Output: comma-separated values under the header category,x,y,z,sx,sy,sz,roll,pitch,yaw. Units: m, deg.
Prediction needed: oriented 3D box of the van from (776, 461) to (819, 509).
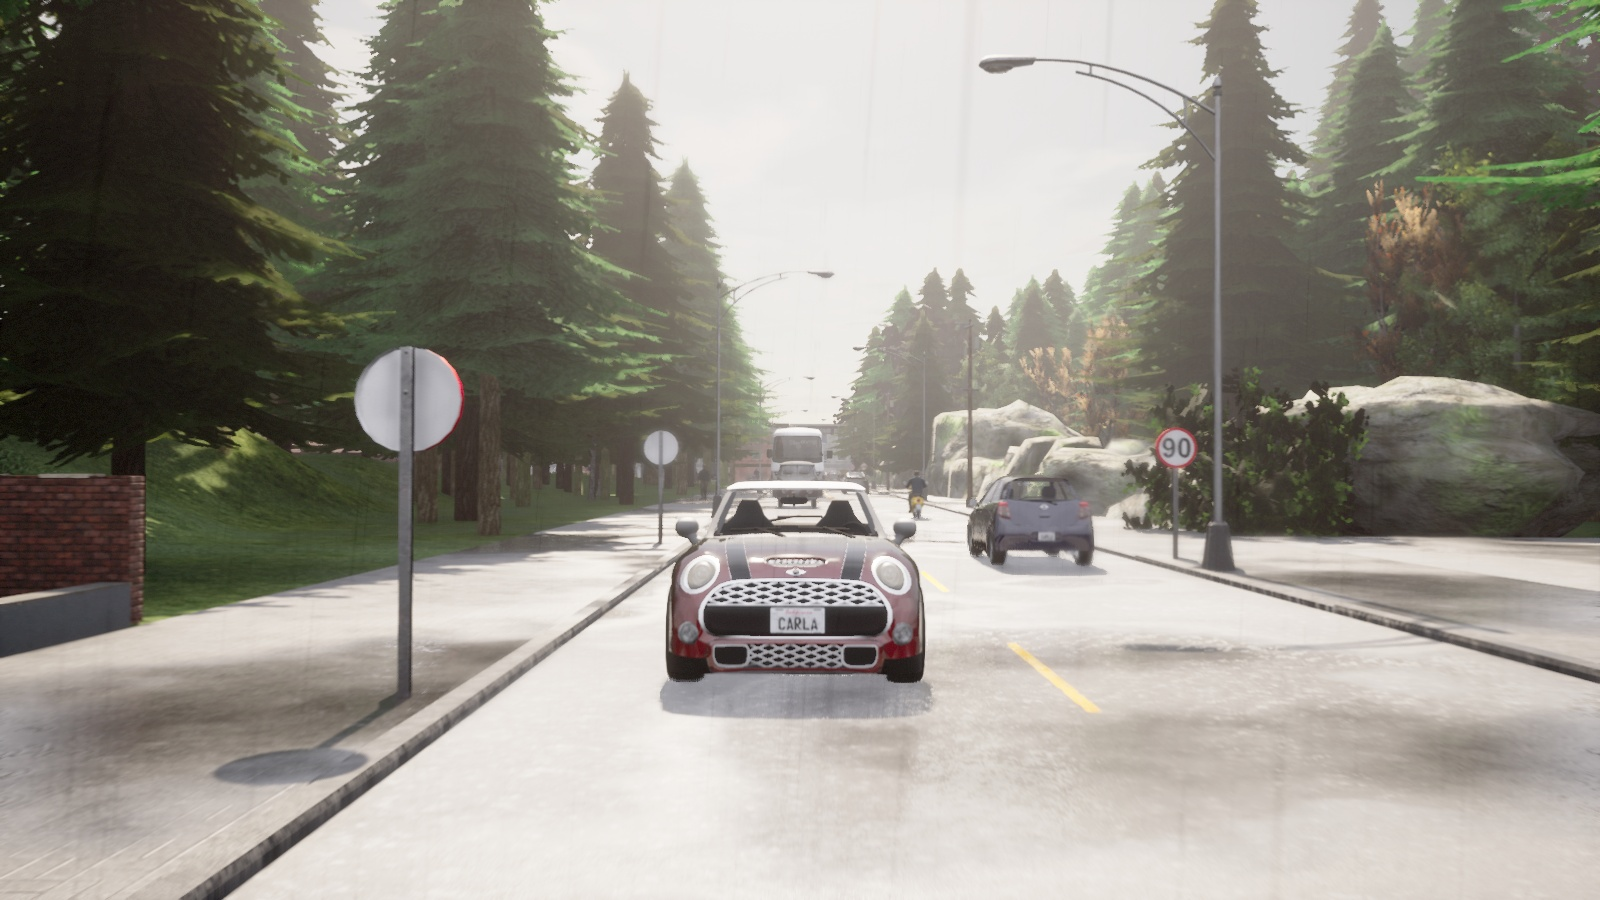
category,x,y,z,sx,sy,sz,roll,pitch,yaw
van,-0.105,1.473,54.026,1.775,1.987,4.442,0,-1,0

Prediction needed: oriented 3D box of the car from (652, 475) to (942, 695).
category,x,y,z,sx,sy,sz,roll,pitch,yaw
car,-0.027,0.955,10.441,1.970,1.475,3.806,0,-1,0

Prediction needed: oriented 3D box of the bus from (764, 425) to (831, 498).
category,x,y,z,sx,sy,sz,roll,pitch,yaw
bus,-0.138,0.764,79.164,3.944,4.253,10.273,0,-1,0

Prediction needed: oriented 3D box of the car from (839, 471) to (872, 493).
category,x,y,z,sx,sy,sz,roll,pitch,yaw
car,3.857,2.234,88.366,2.128,1.511,4.902,0,-1,0

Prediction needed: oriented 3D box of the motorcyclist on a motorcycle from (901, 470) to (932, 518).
category,x,y,z,sx,sy,sz,roll,pitch,yaw
motorcyclist on a motorcycle,3.909,1.462,42.355,0.866,1.590,1.817,0,-1,0

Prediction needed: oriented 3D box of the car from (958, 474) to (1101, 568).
category,x,y,z,sx,sy,sz,roll,pitch,yaw
car,3.944,1.184,22.160,1.845,1.501,3.633,0,-1,0

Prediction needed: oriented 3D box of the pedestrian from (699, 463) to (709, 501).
category,x,y,z,sx,sy,sz,roll,pitch,yaw
pedestrian,-4.703,1.577,61.773,0.402,1.842,0.726,0,-1,3
